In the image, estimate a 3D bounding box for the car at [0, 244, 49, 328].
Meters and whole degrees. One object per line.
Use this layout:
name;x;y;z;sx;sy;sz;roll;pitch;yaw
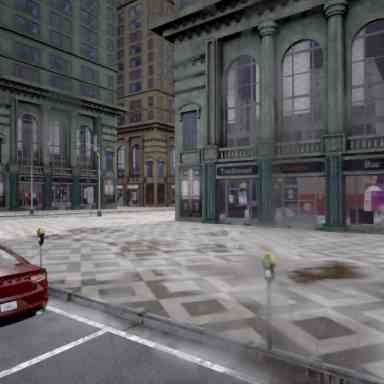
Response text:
car;-4.501;1.545;6.182;4.507;1.381;1.887;0;0;35
